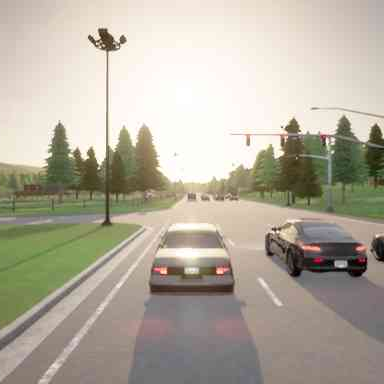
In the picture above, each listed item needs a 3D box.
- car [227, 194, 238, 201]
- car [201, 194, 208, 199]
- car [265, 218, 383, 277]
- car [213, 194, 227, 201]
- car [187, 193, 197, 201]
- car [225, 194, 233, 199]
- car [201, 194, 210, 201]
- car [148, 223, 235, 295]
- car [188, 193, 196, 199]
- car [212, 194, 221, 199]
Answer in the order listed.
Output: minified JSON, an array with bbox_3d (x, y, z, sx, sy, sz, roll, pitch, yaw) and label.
[{"bbox_3d":[10.455,1.545,83.966,1.895,1.301,4.718,0,0,0],"label":"car"},{"bbox_3d":[3.449,1.262,93.935,1.882,1.535,5.008,0,0,0],"label":"car"},{"bbox_3d":[3.514,1.520,10.107,1.812,1.442,4.674,0,0,0],"label":"car"},{"bbox_3d":[6.955,1.305,83.904,2.097,1.767,4.553,0,0,0],"label":"car"},{"bbox_3d":[-0.045,1.174,83.544,2.150,2.045,5.566,0,0,0],"label":"car"},{"bbox_3d":[10.449,1.308,93.939,1.812,1.442,4.674,0,0,0],"label":"car"},{"bbox_3d":[3.455,1.489,83.516,2.033,1.411,5.357,0,0,0],"label":"car"},{"bbox_3d":[0.000,1.543,8.828,2.033,1.411,5.357,0,0,0],"label":"car"},{"bbox_3d":[-0.051,1.140,93.903,2.097,1.767,4.553,0,0,0],"label":"car"},{"bbox_3d":[6.949,1.324,93.937,2.033,1.411,5.357,0,0,0],"label":"car"}]
